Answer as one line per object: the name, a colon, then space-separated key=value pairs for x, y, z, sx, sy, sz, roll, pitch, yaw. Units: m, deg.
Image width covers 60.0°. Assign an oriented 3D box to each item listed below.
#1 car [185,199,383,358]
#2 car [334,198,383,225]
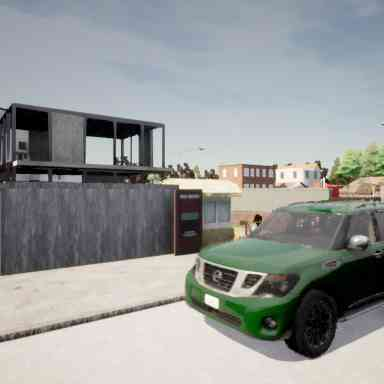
car: x=2.555 y=1.221 z=6.373 sx=5.566 sy=2.045 sz=2.150 roll=0 pitch=0 yaw=-35
car: x=13.152 y=1.352 z=24.499 sx=2.097 sy=1.767 sz=4.553 roll=0 pitch=0 yaw=-36
